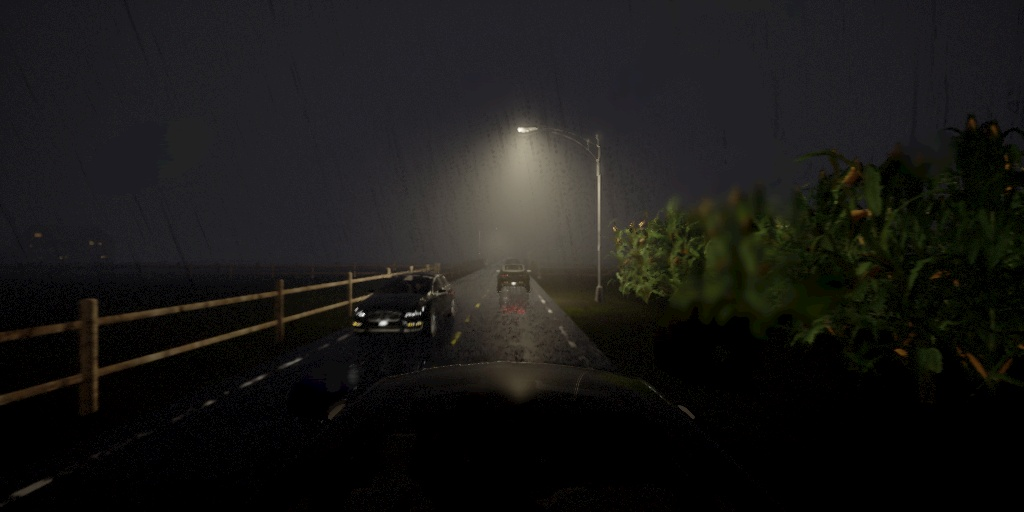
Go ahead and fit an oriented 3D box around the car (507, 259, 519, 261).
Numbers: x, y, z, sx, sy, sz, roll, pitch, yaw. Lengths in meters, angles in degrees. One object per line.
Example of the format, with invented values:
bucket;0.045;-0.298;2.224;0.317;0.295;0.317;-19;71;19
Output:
car;0.091;1.077;42.786;2.097;1.767;4.553;0;0;0

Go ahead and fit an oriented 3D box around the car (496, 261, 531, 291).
car;0.093;1.247;21.957;1.837;1.490;4.892;0;0;0

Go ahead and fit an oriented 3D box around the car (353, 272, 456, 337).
car;-2.828;1.254;10.353;1.837;1.490;4.892;0;-1;0
